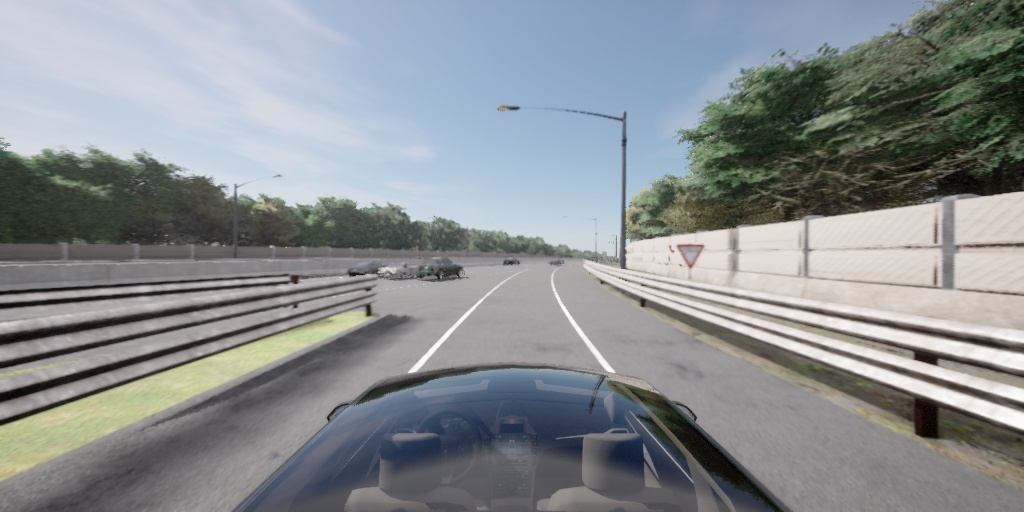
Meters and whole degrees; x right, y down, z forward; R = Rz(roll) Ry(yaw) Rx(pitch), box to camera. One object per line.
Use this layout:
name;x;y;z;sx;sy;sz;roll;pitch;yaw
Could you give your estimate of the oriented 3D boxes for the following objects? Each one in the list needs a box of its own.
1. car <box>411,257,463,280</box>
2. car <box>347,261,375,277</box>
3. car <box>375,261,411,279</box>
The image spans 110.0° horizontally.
car;-5.743;0.921;29.078;2.097;1.767;4.553;0;0;20
car;-12.307;1.130;31.504;1.994;1.385;4.181;0;0;20
car;-9.006;1.175;30.338;1.895;1.301;4.718;0;0;20
